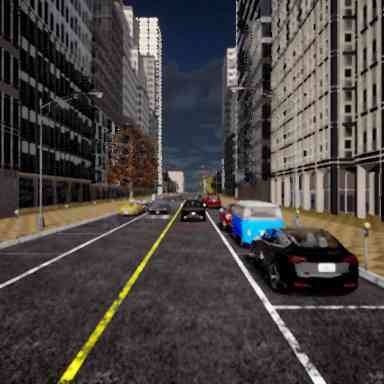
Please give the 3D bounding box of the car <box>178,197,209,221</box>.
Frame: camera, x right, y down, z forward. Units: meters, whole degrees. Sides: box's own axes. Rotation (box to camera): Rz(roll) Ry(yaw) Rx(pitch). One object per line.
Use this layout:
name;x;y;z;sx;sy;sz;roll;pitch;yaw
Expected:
car;0.100;1.403;26.525;1.882;1.535;5.008;0;0;0

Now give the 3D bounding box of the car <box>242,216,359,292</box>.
car;2.693;1.544;8.720;1.947;1.339;4.313;0;0;0

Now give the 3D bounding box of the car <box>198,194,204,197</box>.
car;0.101;1.375;42.896;2.163;1.488;4.792;0;0;0

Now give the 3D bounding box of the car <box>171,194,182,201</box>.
car;-2.999;1.265;74.071;1.994;1.385;4.181;0;0;0

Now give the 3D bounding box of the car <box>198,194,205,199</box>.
car;2.694;1.241;94.103;1.947;1.339;4.313;0;0;0

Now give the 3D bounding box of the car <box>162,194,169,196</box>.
car;-5.687;1.362;59.962;2.008;1.369;4.403;0;0;0

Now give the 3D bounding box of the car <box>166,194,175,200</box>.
car;-5.687;1.249;88.424;2.008;1.369;4.403;0;0;0

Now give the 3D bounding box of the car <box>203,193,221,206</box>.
car;2.694;1.187;42.873;2.192;1.841;5.009;0;0;0

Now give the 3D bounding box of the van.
van;2.693;1.303;14.414;1.690;1.788;3.998;0;0;0

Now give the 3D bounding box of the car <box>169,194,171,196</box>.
car;-5.687;1.356;65.655;1.947;1.339;4.313;0;0;0

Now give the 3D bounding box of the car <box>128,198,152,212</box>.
car;-5.688;1.441;37.193;2.008;1.369;4.403;0;0;0

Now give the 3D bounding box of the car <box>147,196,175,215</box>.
car;-3.100;1.453;32.769;2.033;1.411;5.357;0;0;0

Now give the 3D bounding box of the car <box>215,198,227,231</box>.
car;2.693;1.386;20.105;1.967;1.590;4.097;0;0;0

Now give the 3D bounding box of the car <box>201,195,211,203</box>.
car;2.693;1.315;65.812;1.752;1.417;4.829;0;0;0

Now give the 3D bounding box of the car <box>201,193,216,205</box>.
car;2.694;1.148;54.258;2.192;1.841;5.009;0;0;0

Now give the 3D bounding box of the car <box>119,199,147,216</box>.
car;-5.688;1.435;31.330;1.752;1.417;4.829;0;0;0
